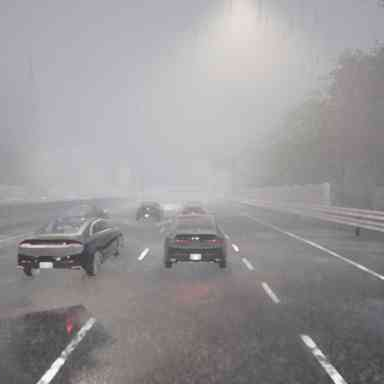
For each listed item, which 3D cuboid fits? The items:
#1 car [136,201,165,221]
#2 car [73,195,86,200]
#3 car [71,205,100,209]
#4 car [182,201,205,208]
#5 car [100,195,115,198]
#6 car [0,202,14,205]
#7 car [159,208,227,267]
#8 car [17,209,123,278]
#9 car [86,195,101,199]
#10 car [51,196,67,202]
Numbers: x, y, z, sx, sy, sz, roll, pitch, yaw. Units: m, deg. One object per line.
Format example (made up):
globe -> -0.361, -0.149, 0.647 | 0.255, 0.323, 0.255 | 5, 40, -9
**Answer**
car -> -3.397, 1.517, 27.452 | 1.837, 1.490, 4.892 | 0, 0, 0
car -> -24.494, 1.371, 73.377 | 2.097, 1.767, 4.553 | 0, 0, 0
car -> -6.897, 1.555, 21.695 | 2.033, 1.411, 5.357 | 0, 0, 0
car -> 0.102, 1.539, 28.541 | 1.812, 1.442, 4.674 | 0, 0, 0
car -> -17.494, 1.556, 71.547 | 2.128, 1.511, 4.902 | 0, 0, 0
car -> -17.594, 1.615, 30.630 | 1.895, 1.301, 4.718 | 0, 0, 0
car -> 0.101, 1.507, 11.429 | 1.837, 1.490, 4.892 | 0, 0, 0
car -> -3.399, 1.493, 10.179 | 2.128, 1.511, 4.902 | 0, 0, 0
car -> -20.994, 1.371, 73.377 | 2.097, 1.767, 4.553 | 0, 0, 0
car -> -27.994, 1.513, 70.076 | 1.994, 1.385, 4.181 | 0, 0, 0
